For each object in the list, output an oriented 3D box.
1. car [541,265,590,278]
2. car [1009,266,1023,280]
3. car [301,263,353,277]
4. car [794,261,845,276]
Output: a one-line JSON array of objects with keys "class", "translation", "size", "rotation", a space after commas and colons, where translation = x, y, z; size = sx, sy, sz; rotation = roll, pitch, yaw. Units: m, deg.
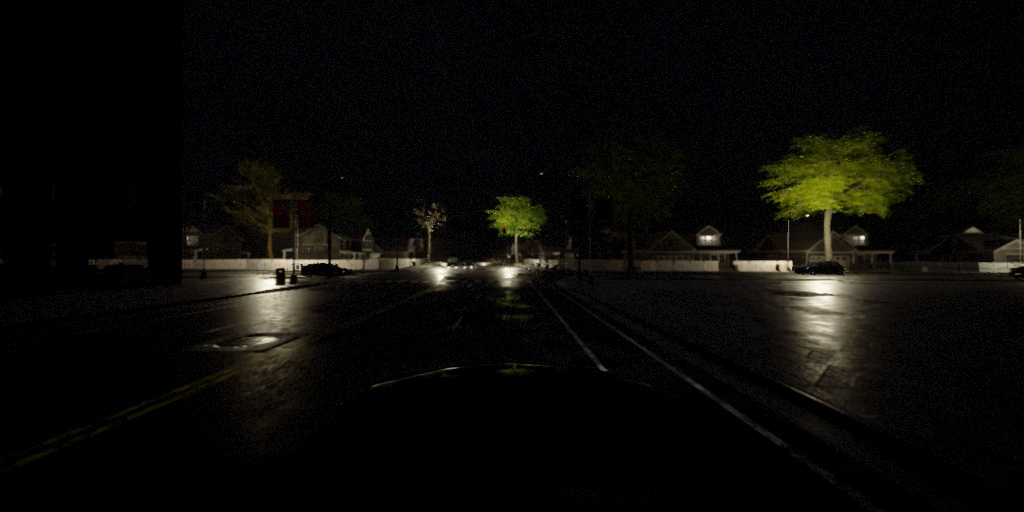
[{"class": "car", "translation": [5.209, 1.521, 35.400], "size": [4.718, 1.301, 1.895], "rotation": [0, 0, 2]}, {"class": "car", "translation": [50.372, 1.511, 33.787], "size": [5.008, 1.535, 1.882], "rotation": [0, 0, 2]}, {"class": "car", "translation": [-18.649, 1.436, 36.250], "size": [4.892, 1.490, 1.837], "rotation": [2, 0, 2]}, {"class": "car", "translation": [34.975, 1.352, 40.914], "size": [4.553, 1.767, 2.097], "rotation": [0, 0, 2]}]
